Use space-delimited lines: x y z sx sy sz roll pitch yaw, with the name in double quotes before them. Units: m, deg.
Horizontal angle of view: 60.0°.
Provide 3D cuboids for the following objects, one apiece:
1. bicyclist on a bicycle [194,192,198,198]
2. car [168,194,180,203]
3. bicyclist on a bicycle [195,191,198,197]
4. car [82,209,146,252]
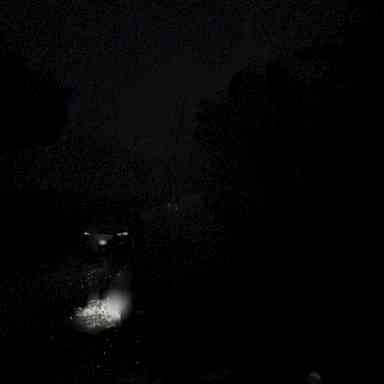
"bicyclist on a bicycle" 0.834 0.735 85.490 0.582 1.620 1.656 -6 0 2
"car" -3.084 1.122 56.742 2.128 1.511 4.902 0 1 0
"bicyclist on a bicycle" 1.355 0.636 94.400 0.866 1.612 1.509 0 1 4
"car" -3.108 1.485 14.023 2.128 1.511 4.902 0 0 0
